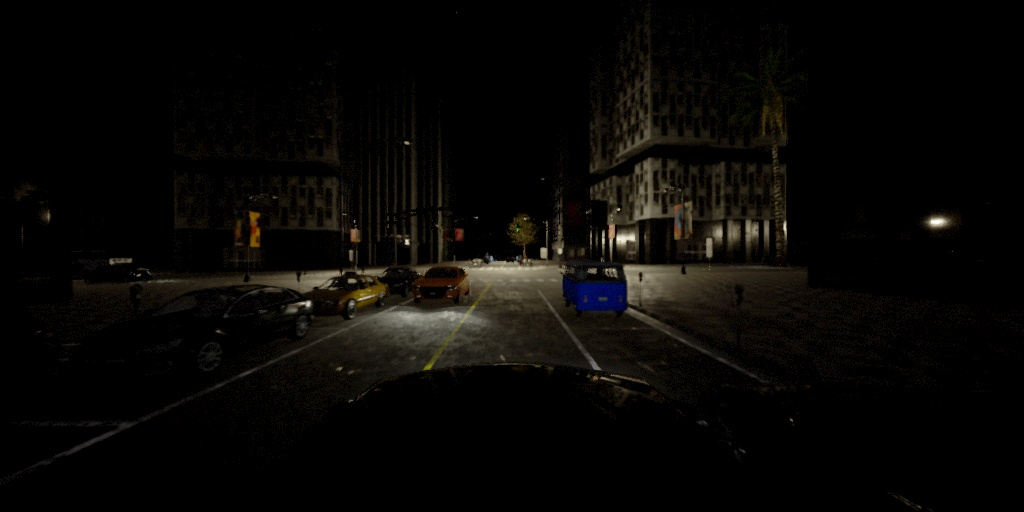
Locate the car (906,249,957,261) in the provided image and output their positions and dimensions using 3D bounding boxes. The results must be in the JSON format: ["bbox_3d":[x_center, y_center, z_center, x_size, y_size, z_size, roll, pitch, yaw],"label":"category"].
[{"bbox_3d":[49.128,-0.038,41.941,4.902,1.511,2.128,-1,0,0],"label":"car"}]

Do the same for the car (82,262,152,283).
[{"bbox_3d":[-37.966,1.716,34.849,4.553,1.767,2.097,-1,0,0],"label":"car"}]

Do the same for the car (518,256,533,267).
[{"bbox_3d":[2.568,1.174,60.506,2.007,1.370,4.403,0,0,-1],"label":"car"}]

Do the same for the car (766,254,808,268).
[{"bbox_3d":[33.197,0.524,41.929,5.008,1.535,1.882,-1,0,0],"label":"car"}]

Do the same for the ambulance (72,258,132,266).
[{"bbox_3d":[-42.585,1.468,38.153,6.366,2.431,2.351,-1,0,0],"label":"ambulance"}]

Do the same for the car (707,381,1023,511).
[{"bbox_3d":[2.763,1.316,1.714,1.948,1.339,4.313,0,0,0],"label":"car"}]

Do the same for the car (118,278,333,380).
[{"bbox_3d":[-5.763,1.288,7.224,2.007,1.370,4.403,0,0,0],"label":"car"}]

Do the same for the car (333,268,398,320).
[{"bbox_3d":[-5.763,1.250,12.567,1.751,1.417,4.829,0,0,0],"label":"car"}]

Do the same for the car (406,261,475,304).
[{"bbox_3d":[-3.072,1.194,16.469,1.882,1.535,5.008,0,0,0],"label":"car"}]

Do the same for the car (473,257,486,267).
[{"bbox_3d":[-5.957,1.175,60.432,2.007,1.370,4.403,0,0,-1],"label":"car"}]

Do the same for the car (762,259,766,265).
[{"bbox_3d":[34.328,0.615,45.171,4.718,1.301,1.895,-1,0,0],"label":"car"}]

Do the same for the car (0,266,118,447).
[{"bbox_3d":[-5.763,1.065,1.711,2.192,1.841,5.009,0,0,0],"label":"car"}]

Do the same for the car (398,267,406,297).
[{"bbox_3d":[-5.763,1.263,18.250,2.007,1.370,4.403,0,0,0],"label":"car"}]

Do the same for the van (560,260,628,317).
[{"bbox_3d":[2.762,1.066,12.739,1.690,1.789,3.998,0,0,0],"label":"van"}]
